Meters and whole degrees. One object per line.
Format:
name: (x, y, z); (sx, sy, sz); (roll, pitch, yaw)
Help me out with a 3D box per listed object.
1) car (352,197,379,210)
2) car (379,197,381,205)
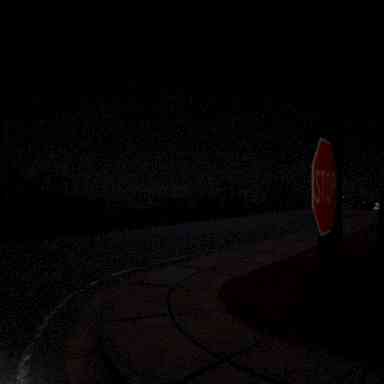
car: (21.355, 1.457, 41.372); (2.128, 1.511, 4.902); (0, 0, 38)
car: (28.050, 1.470, 49.845); (1.837, 1.490, 4.892); (0, 0, 39)
